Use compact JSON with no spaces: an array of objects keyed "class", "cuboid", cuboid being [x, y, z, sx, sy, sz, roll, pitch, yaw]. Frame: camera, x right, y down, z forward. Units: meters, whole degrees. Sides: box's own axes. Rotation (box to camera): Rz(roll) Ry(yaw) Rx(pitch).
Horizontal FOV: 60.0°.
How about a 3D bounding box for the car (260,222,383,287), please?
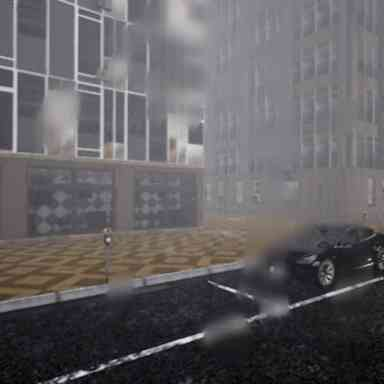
[{"class":"car","cuboid":[3.824,1.550,9.282,4.313,1.339,1.947,0,1,-36]}]
